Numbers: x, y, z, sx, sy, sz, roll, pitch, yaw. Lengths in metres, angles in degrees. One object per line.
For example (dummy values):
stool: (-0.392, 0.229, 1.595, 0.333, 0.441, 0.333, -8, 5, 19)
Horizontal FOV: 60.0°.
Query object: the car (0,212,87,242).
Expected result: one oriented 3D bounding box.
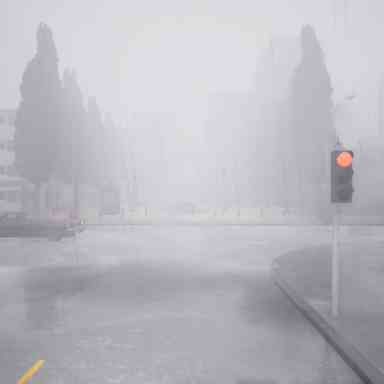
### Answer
car: (-7.582, 1.599, 15.892, 4.718, 1.301, 1.895, 0, 0, 7)
